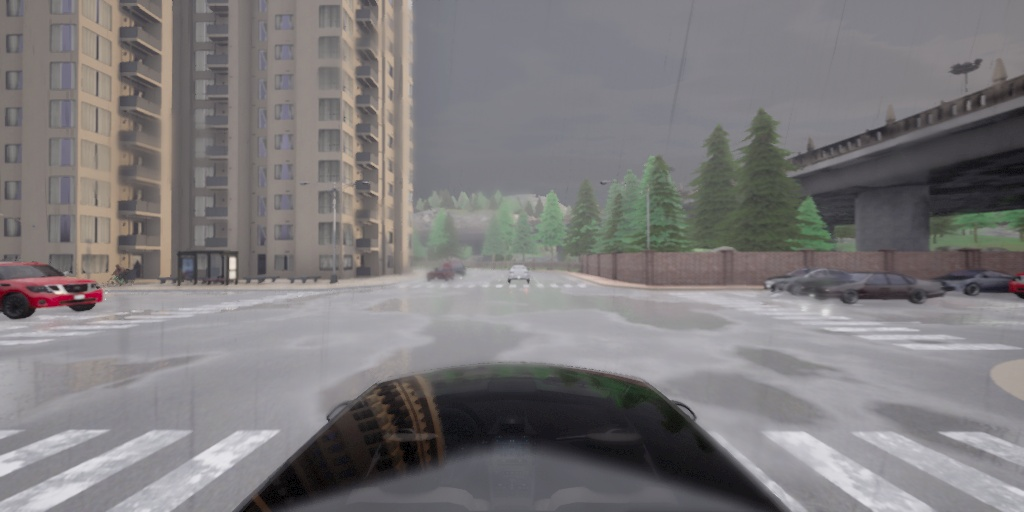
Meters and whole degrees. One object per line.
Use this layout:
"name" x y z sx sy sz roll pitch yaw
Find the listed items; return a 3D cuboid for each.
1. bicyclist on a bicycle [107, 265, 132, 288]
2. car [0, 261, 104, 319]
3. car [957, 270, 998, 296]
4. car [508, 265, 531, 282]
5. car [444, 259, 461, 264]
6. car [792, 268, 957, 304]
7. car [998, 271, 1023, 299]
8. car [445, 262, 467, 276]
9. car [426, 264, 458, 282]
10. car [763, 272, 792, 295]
"bicyclist on a bicycle" -28.144 1.439 25.745 0.582 1.620 1.656 0 0 1
"car" -19.105 1.210 13.605 5.566 2.045 2.150 0 -1 1
"car" 25.776 1.455 20.020 4.181 1.385 1.994 0 -1 1
"car" 0.615 1.569 32.190 1.812 1.442 4.674 0 -1 1
"car" -8.835 1.514 54.448 2.150 2.045 5.566 0 -1 -24
"car" 16.629 1.439 16.684 5.357 1.411 2.033 0 -1 1
"car" 26.798 1.075 16.510 5.566 2.045 2.150 0 -1 1
"car" -6.585 1.731 44.037 2.033 1.411 5.357 0 -1 -2
"car" -6.573 1.682 33.412 1.895 1.301 4.718 0 -1 1
"car" 16.903 1.416 20.181 4.902 1.511 2.128 0 -1 1
